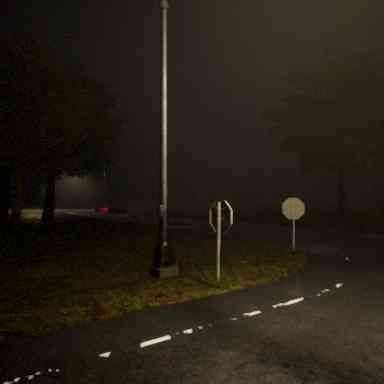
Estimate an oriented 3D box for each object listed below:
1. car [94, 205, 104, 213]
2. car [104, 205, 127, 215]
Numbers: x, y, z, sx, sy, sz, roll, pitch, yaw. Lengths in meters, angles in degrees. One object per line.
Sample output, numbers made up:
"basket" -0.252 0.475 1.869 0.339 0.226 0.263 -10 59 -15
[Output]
"car" -16.546 3.131 61.284 1.994 1.385 4.181 2 -2 -34
"car" -12.500 2.924 55.236 1.882 1.535 5.008 2 -2 -33
